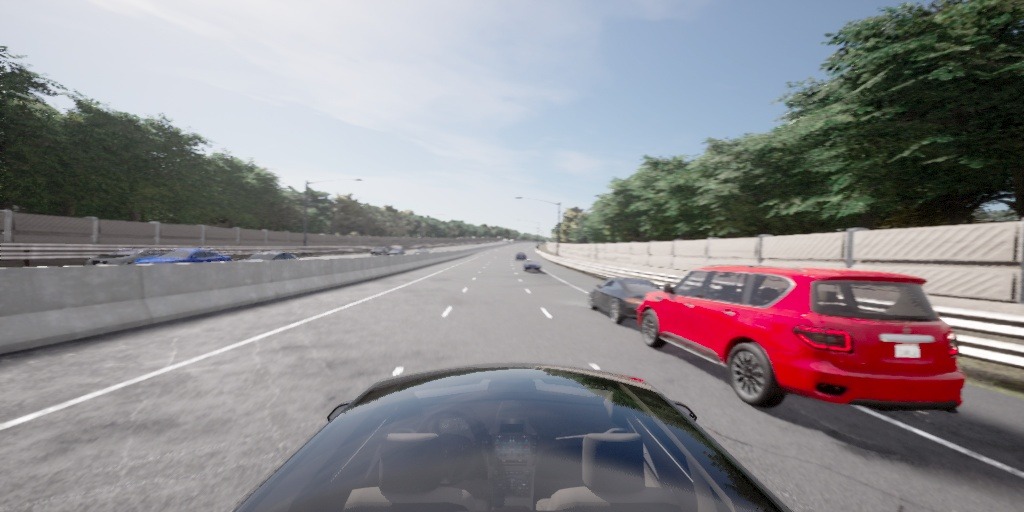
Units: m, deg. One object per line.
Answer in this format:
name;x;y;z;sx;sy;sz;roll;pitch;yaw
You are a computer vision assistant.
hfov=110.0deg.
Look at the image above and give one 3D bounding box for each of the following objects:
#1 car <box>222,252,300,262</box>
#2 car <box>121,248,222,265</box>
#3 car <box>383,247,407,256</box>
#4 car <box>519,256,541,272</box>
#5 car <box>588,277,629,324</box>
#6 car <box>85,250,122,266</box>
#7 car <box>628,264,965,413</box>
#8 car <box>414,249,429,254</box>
car;-14.960;0.497;22.161;1.837;1.490;4.892;3;0;-2
car;-18.390;0.332;20.325;1.882;1.535;5.008;3;1;-2
car;-19.300;-0.527;60.472;2.033;1.411;5.357;3;2;0
car;2.103;1.028;39.487;1.895;1.301;4.718;3;1;-1
car;4.078;1.472;12.696;1.812;1.442;4.674;3;0;-3
car;-21.914;0.249;20.983;1.994;1.385;4.181;3;1;-2
car;4.399;1.188;6.804;2.150;2.045;5.566;3;0;-3
car;-15.814;-0.525;63.117;2.128;1.511;4.902;3;2;0
